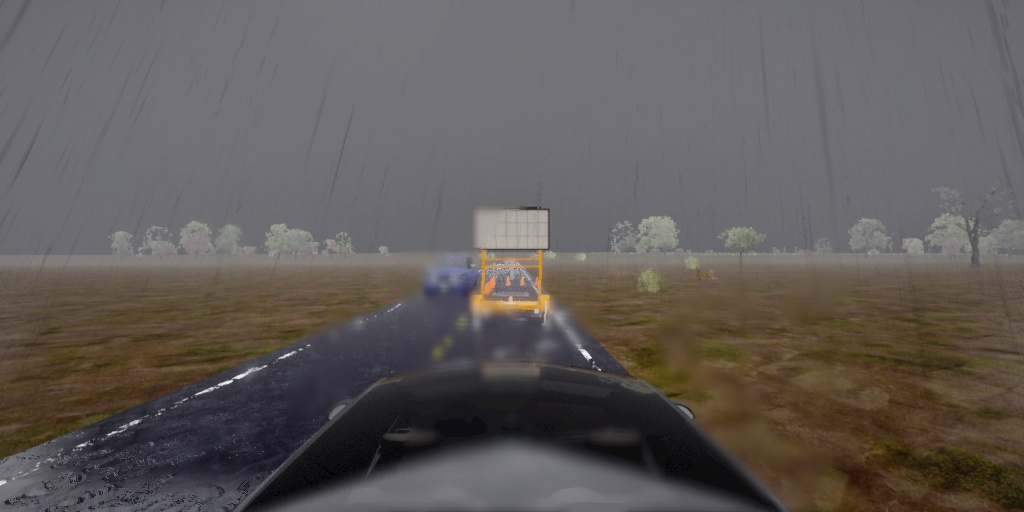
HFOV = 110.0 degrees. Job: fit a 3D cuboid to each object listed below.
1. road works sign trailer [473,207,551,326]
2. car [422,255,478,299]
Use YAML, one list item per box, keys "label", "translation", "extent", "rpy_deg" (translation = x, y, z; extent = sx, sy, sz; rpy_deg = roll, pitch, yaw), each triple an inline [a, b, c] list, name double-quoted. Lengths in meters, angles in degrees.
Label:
- label: "road works sign trailer"
  translation: [0.002, 0.214, 11.605]
  extent: [2.380, 3.560, 2.880]
  rpy_deg: [0, 0, 0]
- label: "car"
  translation: [-2.995, 0.971, 18.568]
  extent: [2.150, 2.045, 5.566]
  rpy_deg: [0, 0, 0]
